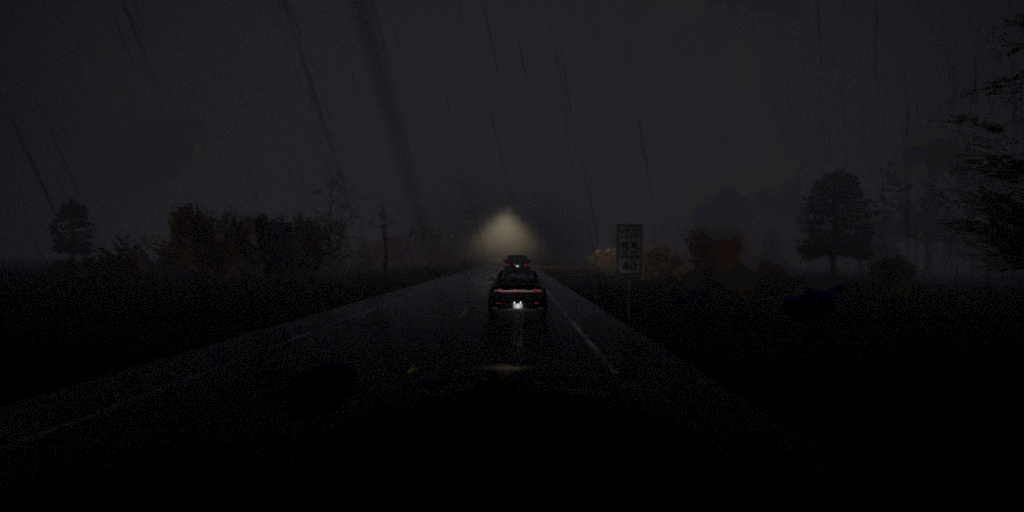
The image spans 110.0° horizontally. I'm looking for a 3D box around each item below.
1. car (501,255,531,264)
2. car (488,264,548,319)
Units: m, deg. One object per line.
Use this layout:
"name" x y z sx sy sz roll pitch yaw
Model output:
"car" 0.460 0.924 31.580 2.150 2.045 5.566 0 0 1
"car" 0.197 1.221 12.718 2.128 1.511 4.902 0 0 1
